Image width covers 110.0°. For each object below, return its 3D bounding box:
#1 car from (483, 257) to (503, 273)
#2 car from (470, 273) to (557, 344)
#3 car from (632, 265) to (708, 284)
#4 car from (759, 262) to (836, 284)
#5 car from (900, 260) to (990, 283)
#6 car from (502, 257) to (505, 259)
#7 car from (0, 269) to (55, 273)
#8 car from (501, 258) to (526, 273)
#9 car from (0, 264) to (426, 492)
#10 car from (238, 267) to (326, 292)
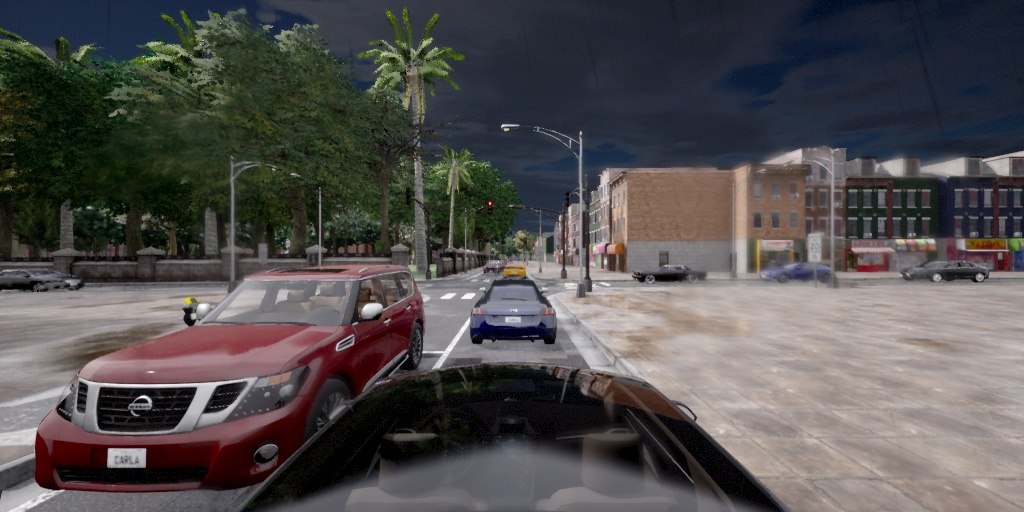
[{"bbox_3d":[-2.399,1.268,43.115,1.967,1.591,4.097,0,0,0],"label":"car"},{"bbox_3d":[0.042,1.316,9.585,1.994,1.385,4.181,0,0,0],"label":"car"},{"bbox_3d":[10.982,1.279,25.271,4.718,1.301,1.895,0,0,1],"label":"car"},{"bbox_3d":[20.030,1.145,25.218,4.674,1.442,1.812,0,0,0],"label":"car"},{"bbox_3d":[30.271,1.072,25.167,4.892,1.490,1.837,0,0,0],"label":"car"},{"bbox_3d":[-2.365,1.290,48.803,1.967,1.591,4.097,0,0,0],"label":"car"},{"bbox_3d":[-29.939,1.542,22.505,4.902,1.511,2.128,-1,0,0],"label":"car"},{"bbox_3d":[0.319,1.275,33.884,1.882,1.535,5.008,0,0,3],"label":"car"},{"bbox_3d":[-2.622,1.065,4.970,2.192,1.841,5.009,0,0,0],"label":"car"},{"bbox_3d":[-14.281,1.457,22.426,4.181,1.385,1.994,0,0,0],"label":"car"}]
